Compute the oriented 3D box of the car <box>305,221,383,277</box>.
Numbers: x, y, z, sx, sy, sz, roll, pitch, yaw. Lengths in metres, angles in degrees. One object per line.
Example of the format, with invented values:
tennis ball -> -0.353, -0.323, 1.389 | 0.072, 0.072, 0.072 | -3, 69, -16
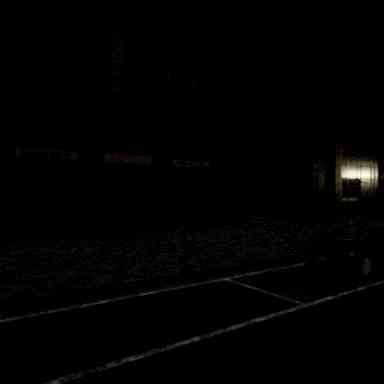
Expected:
car -> 5.439, 1.643, 10.533 | 4.507, 1.381, 1.887 | 1, -1, -36
